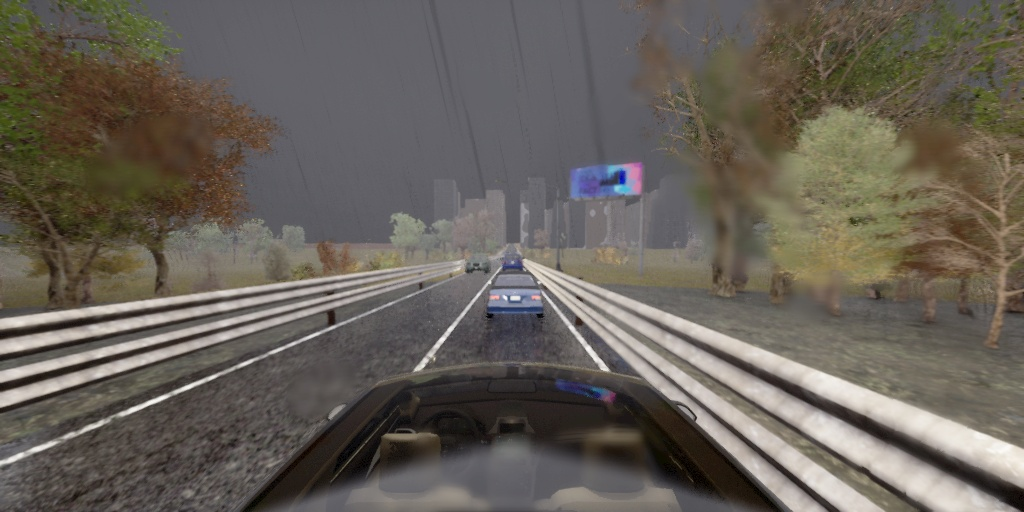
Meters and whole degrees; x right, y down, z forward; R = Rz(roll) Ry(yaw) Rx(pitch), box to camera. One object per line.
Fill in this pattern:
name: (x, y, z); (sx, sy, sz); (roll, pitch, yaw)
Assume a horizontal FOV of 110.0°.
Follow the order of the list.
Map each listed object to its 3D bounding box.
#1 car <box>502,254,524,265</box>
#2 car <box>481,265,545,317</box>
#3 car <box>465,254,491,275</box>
car: (0.063, 0.761, 38.584); (2.150, 2.045, 5.566); (0, 0, 0)
car: (0.089, 1.234, 12.734); (2.033, 1.411, 5.357); (0, 0, 0)
car: (-3.348, 0.776, 36.421); (2.150, 2.045, 5.566); (0, 0, 0)
